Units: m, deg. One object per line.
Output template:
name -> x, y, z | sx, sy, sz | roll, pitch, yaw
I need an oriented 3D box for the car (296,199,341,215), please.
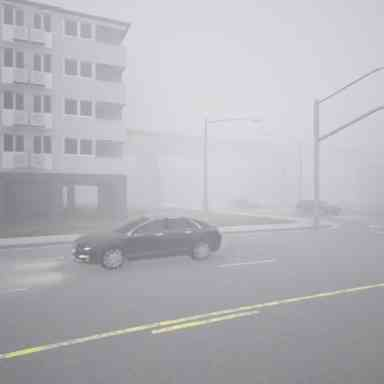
car -> 12.627, 1.505, 33.521 | 1.837, 1.490, 4.892 | 0, 0, -25

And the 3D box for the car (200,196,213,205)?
car -> 2.509, 1.491, 58.700 | 2.128, 1.511, 4.902 | 0, 0, -3

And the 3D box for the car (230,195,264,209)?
car -> 7.163, 1.547, 44.869 | 2.033, 1.411, 5.357 | 0, 0, -26

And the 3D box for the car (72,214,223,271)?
car -> -1.334, 1.505, 10.919 | 4.892, 1.490, 1.837 | 0, 0, -27
